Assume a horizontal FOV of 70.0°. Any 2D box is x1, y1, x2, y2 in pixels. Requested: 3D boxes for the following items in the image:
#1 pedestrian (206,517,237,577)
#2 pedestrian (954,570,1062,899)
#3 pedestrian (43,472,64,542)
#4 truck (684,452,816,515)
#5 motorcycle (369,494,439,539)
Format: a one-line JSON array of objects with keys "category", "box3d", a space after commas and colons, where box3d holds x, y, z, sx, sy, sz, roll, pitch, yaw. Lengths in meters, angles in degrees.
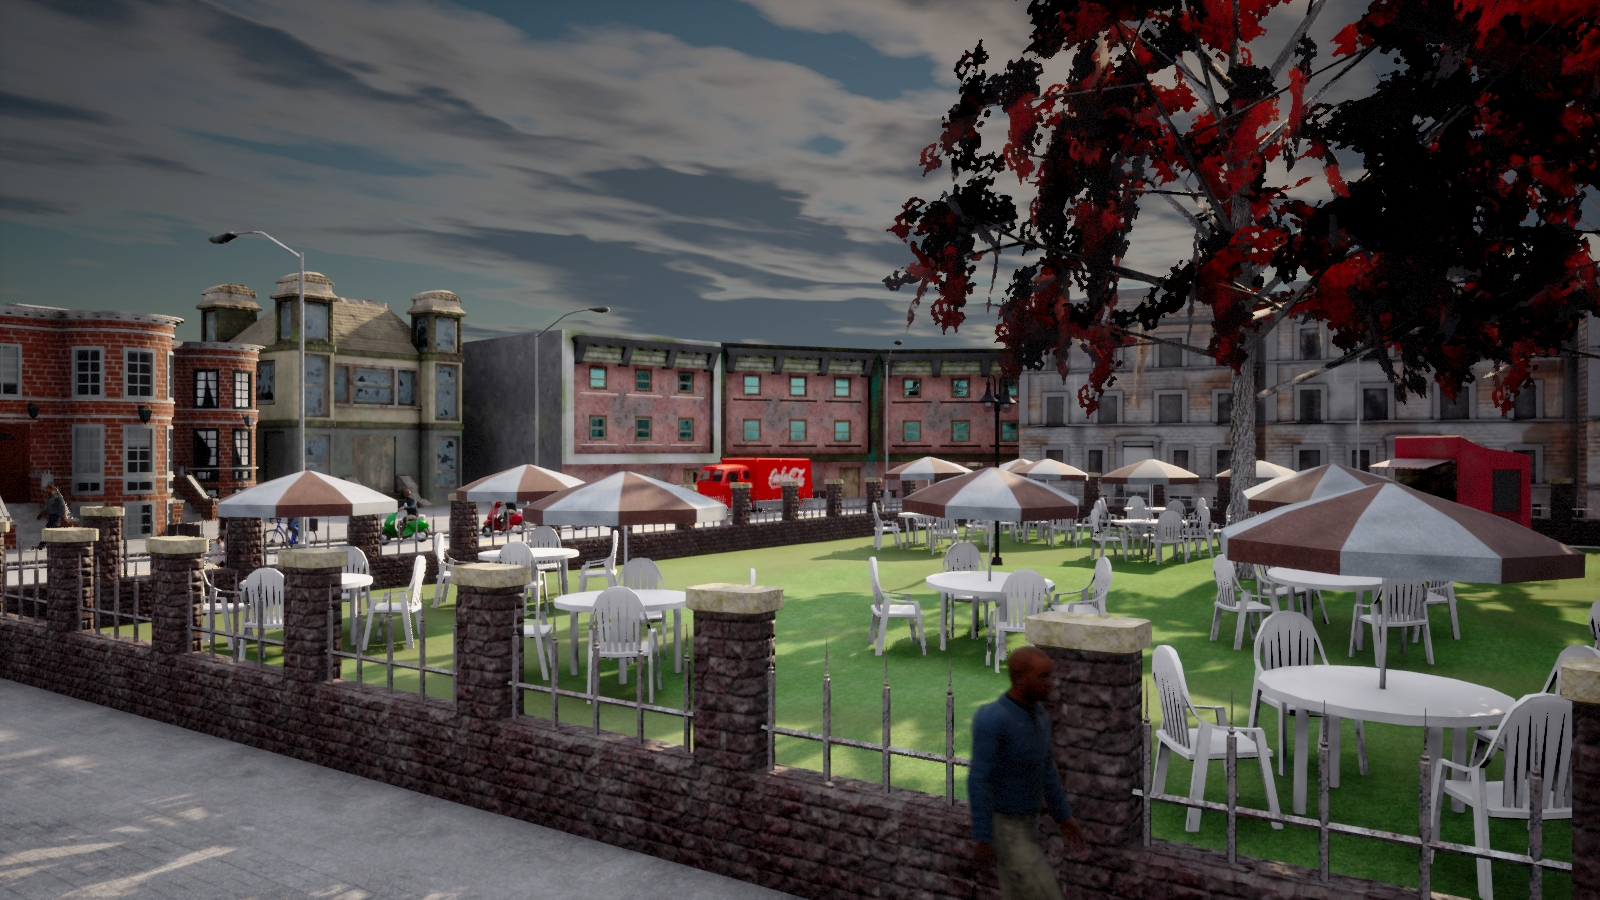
[{"category": "pedestrian", "box3d": [-11.294, 1.888, 22.321, 0.500, 1.100, 0.500, 0, 0, -32]}, {"category": "pedestrian", "box3d": [0.979, 1.523, 5.366, 0.375, 1.860, 0.375, 0, 0, 35]}, {"category": "pedestrian", "box3d": [-19.983, 1.511, 30.572, 0.375, 1.860, 0.375, 0, 0, 41]}, {"category": "truck", "box3d": [-2.021, 1.341, 47.744, 2.627, 2.467, 5.204, 0, 0, 42]}, {"category": "motorcycle", "box3d": [-11.759, 1.950, 33.969, 0.856, 1.236, 1.805, 0, 0, 35]}]
